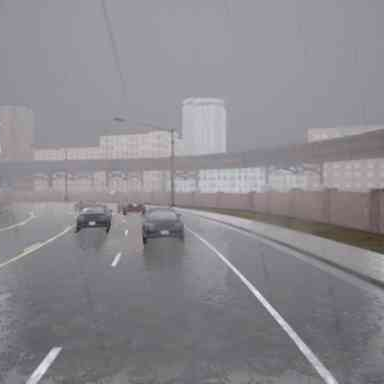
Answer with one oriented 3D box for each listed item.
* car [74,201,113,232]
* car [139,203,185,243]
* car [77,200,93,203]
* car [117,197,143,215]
[{"bbox_3d":[-5.735,1.485,19.747,1.812,1.442,4.674,0,0,-12],"label":"car"},{"bbox_3d":[-1.451,1.479,15.799,1.812,1.442,4.674,0,0,-9],"label":"car"},{"bbox_3d":[-11.841,1.540,36.909,1.895,1.301,4.718,-1,0,-28],"label":"car"},{"bbox_3d":[-6.045,1.261,32.633,2.097,1.767,4.553,-1,0,-21],"label":"car"}]
